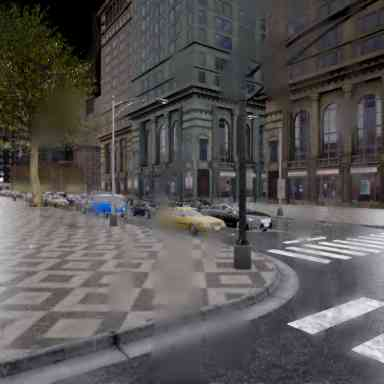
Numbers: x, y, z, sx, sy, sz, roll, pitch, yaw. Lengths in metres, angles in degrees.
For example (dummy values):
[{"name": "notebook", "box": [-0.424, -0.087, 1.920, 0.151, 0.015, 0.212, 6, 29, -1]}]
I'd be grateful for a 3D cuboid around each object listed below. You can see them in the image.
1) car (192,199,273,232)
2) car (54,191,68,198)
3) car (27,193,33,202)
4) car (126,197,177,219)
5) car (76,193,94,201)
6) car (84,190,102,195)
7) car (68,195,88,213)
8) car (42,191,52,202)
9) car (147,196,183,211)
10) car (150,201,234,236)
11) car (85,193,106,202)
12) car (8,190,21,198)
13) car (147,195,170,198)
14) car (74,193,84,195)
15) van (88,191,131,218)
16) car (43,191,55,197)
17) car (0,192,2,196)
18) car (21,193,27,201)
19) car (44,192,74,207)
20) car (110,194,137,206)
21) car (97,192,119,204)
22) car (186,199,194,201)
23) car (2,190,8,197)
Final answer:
[{"name": "car", "box": [2.369, 1.370, 18.796, 2.128, 1.511, 4.902, 0, 1, -35]}, {"name": "car", "box": [-28.972, 0.587, 73.336, 1.887, 1.381, 4.507, 1, 0, -35]}, {"name": "car", "box": [-22.965, 0.910, 50.063, 2.008, 1.369, 4.403, 1, 0, -35]}, {"name": "car", "box": [-3.353, 1.338, 26.905, 1.994, 1.385, 4.181, 0, 1, -35]}, {"name": "car", "box": [-19.248, 0.860, 59.575, 1.802, 1.307, 4.206, 1, 0, -35]}, {"name": "car", "box": [-9.169, 0.870, 35.147, 2.150, 2.045, 5.566, 0, 1, -35]}, {"name": "car", "box": [-9.998, 1.230, 31.709, 2.008, 1.369, 4.403, 1, 0, -35]}, {"name": "car", "box": [-19.723, 0.992, 45.476, 2.008, 1.369, 4.403, 1, 0, -35]}, {"name": "car", "box": [-3.039, 1.223, 36.635, 1.887, 1.381, 4.507, 1, 0, -35]}, {"name": "car", "box": [-0.173, 1.398, 17.802, 1.752, 1.417, 4.829, 1, 0, -35]}, {"name": "car", "box": [-16.006, 0.910, 54.988, 2.008, 1.369, 4.403, 1, 0, -35]}, {"name": "car", "box": [-35.929, 0.483, 68.413, 1.967, 1.590, 4.097, 1, 0, -35]}, {"name": "car", "box": [-3.694, 1.064, 32.931, 2.097, 1.767, 4.553, 0, 1, -35]}, {"name": "car", "box": [-15.051, 1.029, 43.546, 1.812, 1.442, 4.674, 0, 1, -34]}, {"name": "van", "box": [-6.754, 1.091, 27.120, 1.690, 1.788, 3.998, 1, 0, -35]}, {"name": "car", "box": [-35.455, 0.471, 82.510, 1.802, 1.307, 4.206, 1, 0, -35]}, {"name": "car", "box": [-45.655, 0.254, 82.176, 1.967, 1.590, 4.097, 1, 0, -35]}, {"name": "car", "box": [-26.207, 0.830, 54.651, 2.008, 1.369, 4.403, 1, 0, -35]}, {"name": "car", "box": [-16.384, 1.051, 40.749, 1.752, 1.417, 4.829, 1, 0, -35]}, {"name": "car", "box": [-9.524, 1.073, 45.814, 2.008, 1.369, 4.403, 1, 0, -35]}, {"name": "car", "box": [-12.763, 0.880, 50.401, 1.967, 1.590, 4.097, 1, 0, -35]}, {"name": "car", "box": [0.201, 1.315, 32.048, 1.947, 1.339, 4.313, 1, 0, -35]}, {"name": "car", "box": [-42.413, 0.329, 77.588, 1.967, 1.590, 4.097, 1, 0, -35]}]
